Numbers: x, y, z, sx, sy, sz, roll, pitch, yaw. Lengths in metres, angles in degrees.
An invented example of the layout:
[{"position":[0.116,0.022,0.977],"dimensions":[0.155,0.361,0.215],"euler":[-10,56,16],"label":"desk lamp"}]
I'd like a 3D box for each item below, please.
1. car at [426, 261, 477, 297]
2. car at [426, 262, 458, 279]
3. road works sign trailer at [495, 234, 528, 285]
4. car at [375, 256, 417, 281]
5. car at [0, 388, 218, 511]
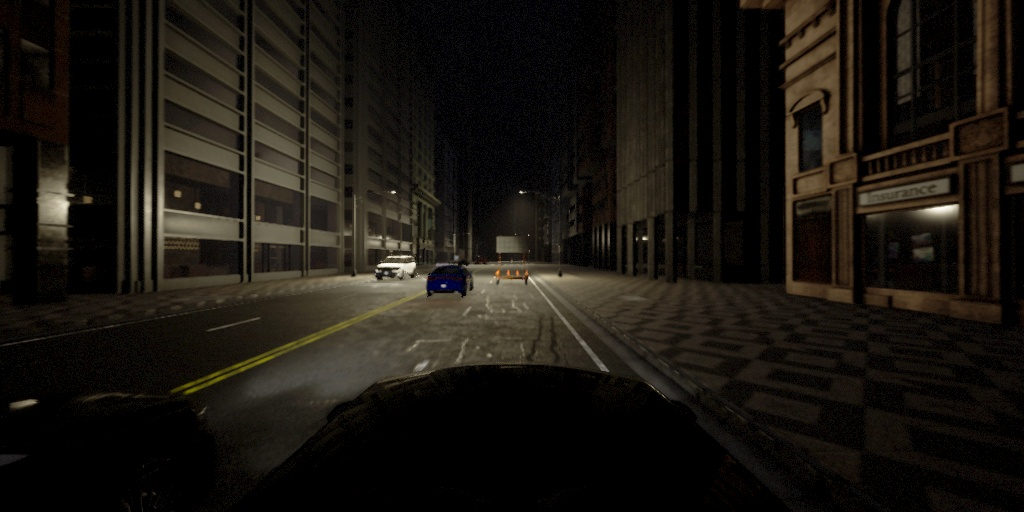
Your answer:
[{"position":[-3.165,1.233,18.987],"dimensions":[1.882,1.535,5.008],"euler":[0,0,0],"label":"car"},{"position":[-6.604,1.328,34.337],"dimensions":[2.033,1.411,5.357],"euler":[0,0,0],"label":"car"},{"position":[-0.006,0.228,25.978],"dimensions":[2.380,3.560,2.880],"euler":[0,0,0],"label":"road works sign trailer"},{"position":[-9.853,0.992,30.853],"dimensions":[2.150,2.045,5.566],"euler":[0,0,0],"label":"car"},{"position":[-3.149,1.242,0.717],"dimensions":[2.128,1.511,4.902],"euler":[0,0,0],"label":"car"}]
